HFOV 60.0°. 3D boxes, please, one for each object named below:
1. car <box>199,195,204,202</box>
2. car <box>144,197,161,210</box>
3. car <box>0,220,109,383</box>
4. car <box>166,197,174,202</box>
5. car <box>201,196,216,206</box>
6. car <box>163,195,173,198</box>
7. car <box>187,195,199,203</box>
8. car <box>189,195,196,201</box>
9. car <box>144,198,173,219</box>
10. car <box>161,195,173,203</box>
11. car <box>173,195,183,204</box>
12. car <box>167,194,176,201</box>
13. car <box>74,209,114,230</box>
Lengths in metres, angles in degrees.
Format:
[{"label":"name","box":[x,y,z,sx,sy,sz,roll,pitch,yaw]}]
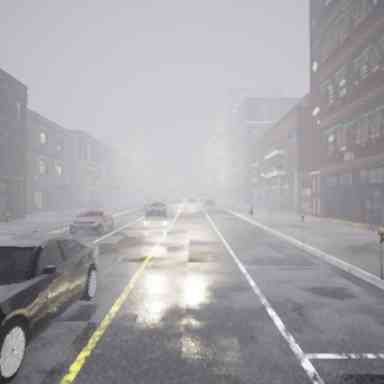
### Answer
[{"label":"car","box":[2.721,1.828,81.963,1.887,1.381,4.507,1,0,0]},{"label":"car","box":[-5.664,1.601,47.784,1.967,1.590,4.097,1,0,0]},{"label":"car","box":[-3.054,1.497,5.630,1.882,1.535,5.008,0,0,1]},{"label":"car","box":[-5.666,1.885,87.591,1.802,1.307,4.206,1,0,0]},{"label":"car","box":[3.012,1.723,57.847,1.812,1.442,4.674,0,0,0]},{"label":"car","box":[-5.662,1.807,70.530,1.947,1.339,4.313,1,0,0]},{"label":"car","box":[0.015,1.616,72.430,1.994,1.385,4.181,0,0,0]},{"label":"car","box":[0.019,1.688,92.348,1.882,1.535,5.008,0,0,0]},{"label":"car","box":[-3.088,1.579,30.325,1.882,1.535,5.008,0,0,0]},{"label":"car","box":[-5.656,1.577,76.218,2.192,1.841,5.009,1,0,0]},{"label":"car","box":[-2.985,1.761,71.718,1.812,1.442,4.674,0,0,0]},{"label":"car","box":[-5.639,1.639,93.278,2.192,1.841,5.009,1,0,0]},{"label":"car","box":[-5.672,1.647,19.351,1.802,1.307,4.206,1,0,0]}]
